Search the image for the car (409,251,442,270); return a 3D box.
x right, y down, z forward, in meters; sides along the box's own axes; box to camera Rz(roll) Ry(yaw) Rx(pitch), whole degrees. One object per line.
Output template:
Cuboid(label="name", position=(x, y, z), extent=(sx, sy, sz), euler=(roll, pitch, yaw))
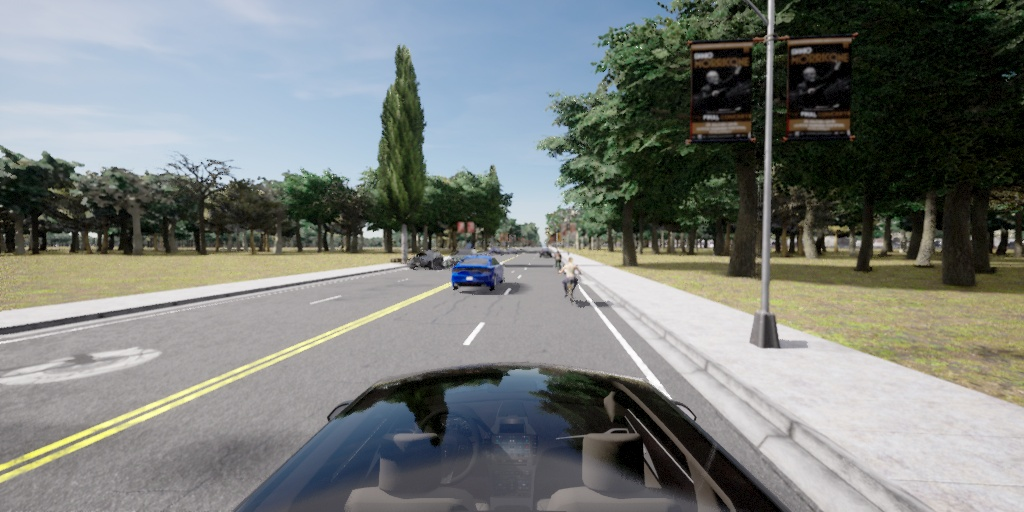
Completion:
Cuboid(label="car", position=(-7.096, 0.341, 30.236), extent=(1.837, 1.490, 4.892), euler=(0, 2, 5))

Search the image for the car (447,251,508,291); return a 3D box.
Cuboid(label="car", position=(-1.547, 0.718, 17.470), extent=(1.882, 1.535, 5.008), euler=(0, 2, 5))

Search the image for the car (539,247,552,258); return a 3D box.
Cuboid(label="car", position=(5.314, -0.511, 56.516), extent=(1.812, 1.442, 4.674), euler=(0, 2, 5))

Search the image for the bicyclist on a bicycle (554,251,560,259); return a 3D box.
Cuboid(label="bicyclist on a bicycle", position=(3.153, 0.460, 24.421), extent=(0.582, 1.620, 1.656), euler=(0, 2, 5))

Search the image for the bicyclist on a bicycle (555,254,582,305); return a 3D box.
Cuboid(label="bicyclist on a bicycle", position=(2.040, 0.831, 12.542), extent=(0.866, 1.612, 1.509), euler=(0, 2, 6))

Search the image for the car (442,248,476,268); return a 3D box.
Cuboid(label="car", position=(-3.893, 0.203, 29.587), extent=(2.097, 1.767, 4.553), euler=(0, 2, 5))
